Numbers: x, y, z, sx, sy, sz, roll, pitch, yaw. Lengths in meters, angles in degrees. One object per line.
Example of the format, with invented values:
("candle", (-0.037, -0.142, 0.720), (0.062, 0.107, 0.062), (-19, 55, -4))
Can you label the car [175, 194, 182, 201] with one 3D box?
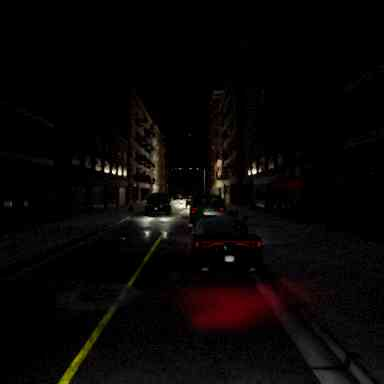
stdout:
("car", (-3.012, 1.247, 72.881), (2.033, 1.411, 5.357), (0, 0, 0))

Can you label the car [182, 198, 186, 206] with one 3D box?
("car", (0.006, 1.370, 47.496), (2.033, 1.411, 5.357), (0, 0, 1))

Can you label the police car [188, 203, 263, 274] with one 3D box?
("police car", (0.898, 1.381, 10.540), (1.930, 1.638, 5.238), (0, 0, 0))

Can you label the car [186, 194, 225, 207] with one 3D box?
("car", (0.897, 1.142, 20.459), (2.150, 2.045, 5.566), (0, 0, 0))

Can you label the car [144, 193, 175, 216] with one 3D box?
("car", (-3.103, 1.099, 31.454), (2.150, 2.045, 5.566), (0, 0, 0))

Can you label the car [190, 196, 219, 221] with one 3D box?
("car", (0.895, 1.246, 26.400), (2.097, 1.767, 4.553), (0, 0, 0))
